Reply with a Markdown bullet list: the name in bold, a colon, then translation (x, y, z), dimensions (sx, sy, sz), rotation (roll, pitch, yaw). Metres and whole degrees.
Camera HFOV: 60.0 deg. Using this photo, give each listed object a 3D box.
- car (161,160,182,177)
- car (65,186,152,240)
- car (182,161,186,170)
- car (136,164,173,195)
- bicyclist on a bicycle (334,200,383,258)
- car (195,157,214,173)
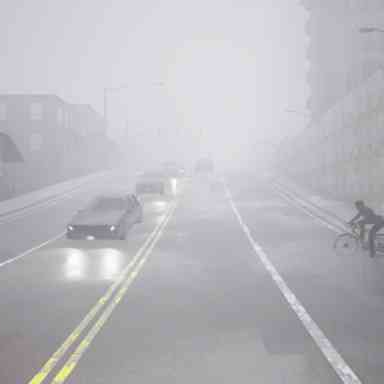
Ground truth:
- **car**: translation (-2.373, -2.490, 34.324), dimensions (1.837, 1.490, 4.892), rotation (0, 9, 2)
- **car**: translation (-3.177, 0.812, 13.342), dimensions (2.033, 1.411, 5.357), rotation (0, 6, 2)
- **car**: translation (-1.894, -3.672, 47.043), dimensions (2.128, 1.511, 4.902), rotation (0, 1, 2)
- **car**: translation (-2.781, -0.822, 24.046), dimensions (1.882, 1.535, 5.008), rotation (0, 9, 2)
- **bicyclist on a bicycle**: translation (4.859, 1.058, 9.388), dimensions (1.656, 1.620, 0.582), rotation (0, 4, 2)
- **car**: translation (1.410, -3.201, 38.113), dimensions (2.097, 1.767, 4.553), rotation (0, 7, 2)
